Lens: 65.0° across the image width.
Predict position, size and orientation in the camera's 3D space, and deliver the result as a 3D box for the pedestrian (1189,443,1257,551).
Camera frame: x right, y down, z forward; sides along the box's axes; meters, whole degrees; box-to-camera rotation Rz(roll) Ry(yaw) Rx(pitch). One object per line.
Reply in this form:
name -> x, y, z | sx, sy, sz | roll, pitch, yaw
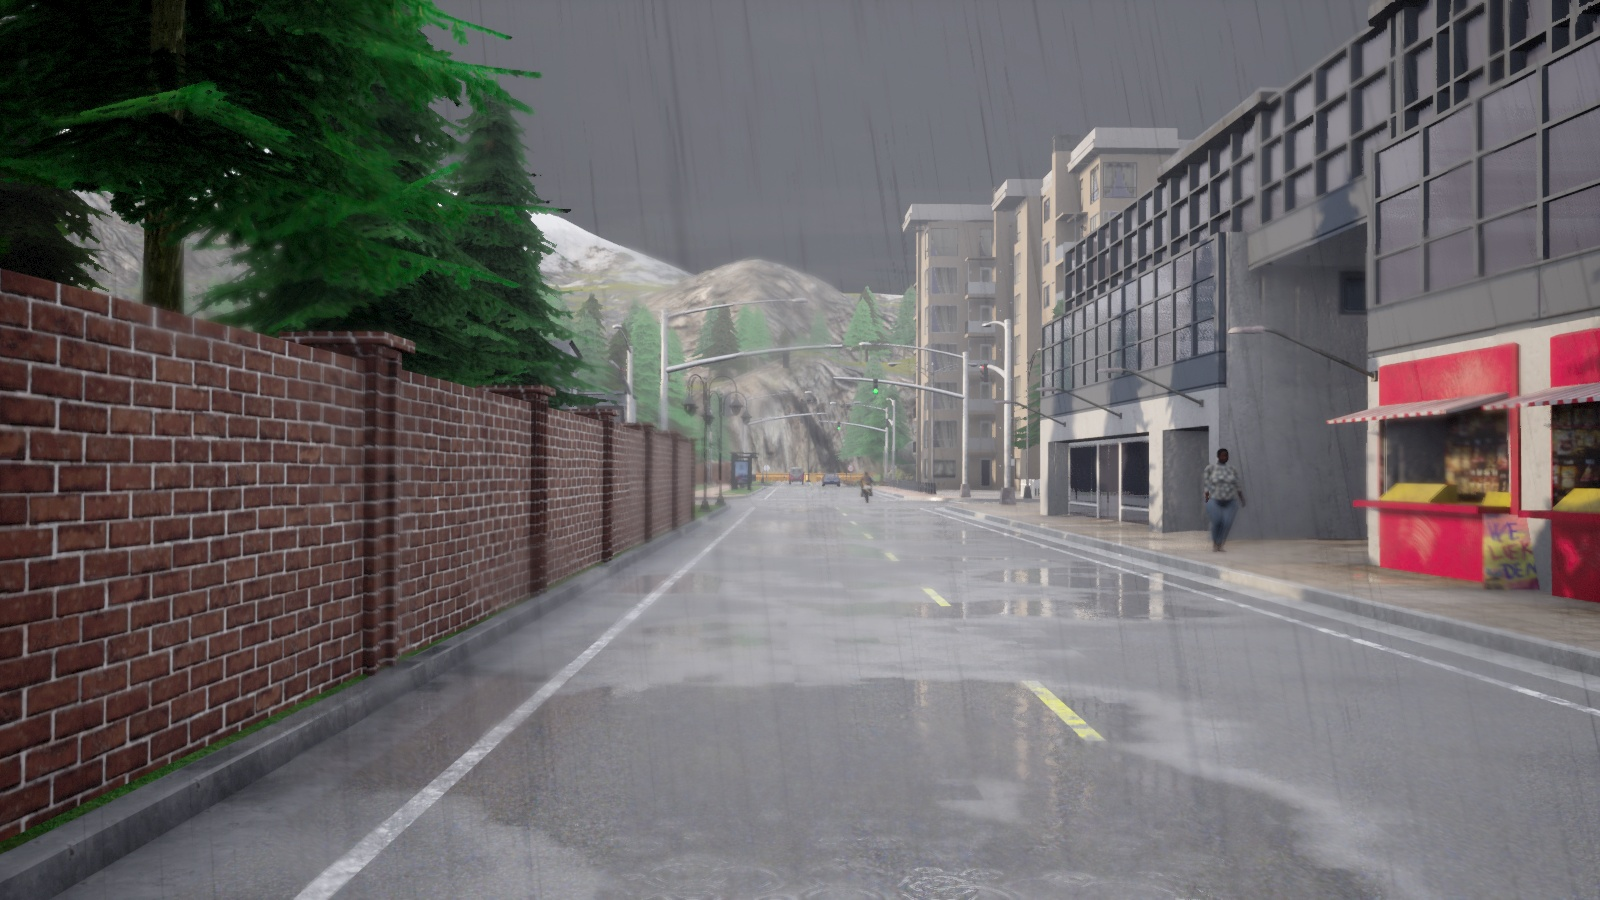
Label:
pedestrian -> 7.369, 0.813, 21.922 | 0.874, 1.855, 0.900 | 0, -1, 1
